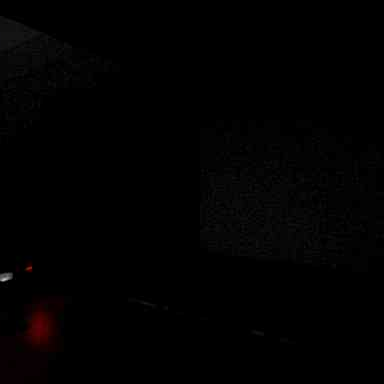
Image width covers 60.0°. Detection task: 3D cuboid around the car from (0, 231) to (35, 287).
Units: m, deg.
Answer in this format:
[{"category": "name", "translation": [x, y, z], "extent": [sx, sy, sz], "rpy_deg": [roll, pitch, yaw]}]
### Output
[{"category": "car", "translation": [-5.608, 1.528, 8.001], "extent": [4.674, 1.442, 1.812], "rpy_deg": [0, 0, 36]}]
